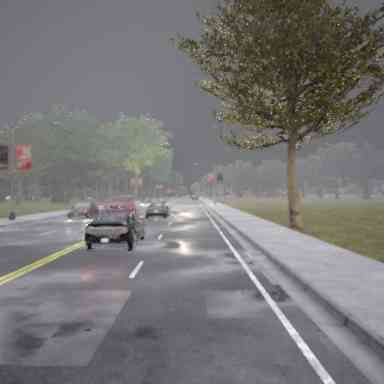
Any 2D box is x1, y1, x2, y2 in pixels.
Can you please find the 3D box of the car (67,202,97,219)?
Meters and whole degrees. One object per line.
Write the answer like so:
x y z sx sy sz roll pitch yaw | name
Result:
-9.838 1.618 30.533 1.812 1.442 4.674 0 0 0 | car

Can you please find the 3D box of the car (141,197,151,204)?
-9.734 1.731 71.004 2.128 1.511 4.902 0 0 0 | car

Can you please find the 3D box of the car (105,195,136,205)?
-6.590 1.315 30.745 2.150 2.045 5.566 0 0 0 | car

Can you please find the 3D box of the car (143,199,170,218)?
-3.143 1.658 31.194 1.994 1.385 4.181 0 0 0 | car

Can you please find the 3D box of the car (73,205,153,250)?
-3.146 1.534 14.424 2.128 1.511 4.902 0 0 0 | car

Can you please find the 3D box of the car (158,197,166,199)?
-6.484 1.730 71.004 2.128 1.511 4.902 0 0 0 | car
